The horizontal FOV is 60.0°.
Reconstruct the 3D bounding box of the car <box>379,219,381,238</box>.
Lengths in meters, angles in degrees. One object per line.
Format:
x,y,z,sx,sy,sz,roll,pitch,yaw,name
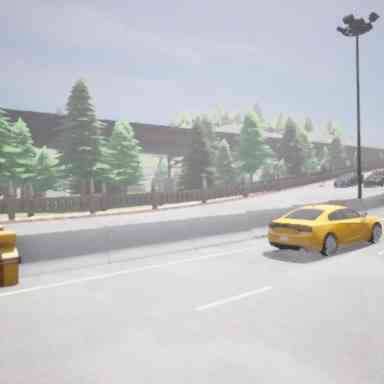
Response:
7.784,1.138,9.662,4.902,1.511,2.128,-3,2,-37,car

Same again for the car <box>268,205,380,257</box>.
4.840,1.185,11.833,5.008,1.535,1.882,-3,2,-37,car

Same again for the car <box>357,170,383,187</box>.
21.146,-1.644,37.485,4.553,1.767,2.097,-10,6,-37,car

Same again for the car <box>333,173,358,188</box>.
19.015,-1.483,40.260,4.902,1.511,2.128,-10,6,-37,car
